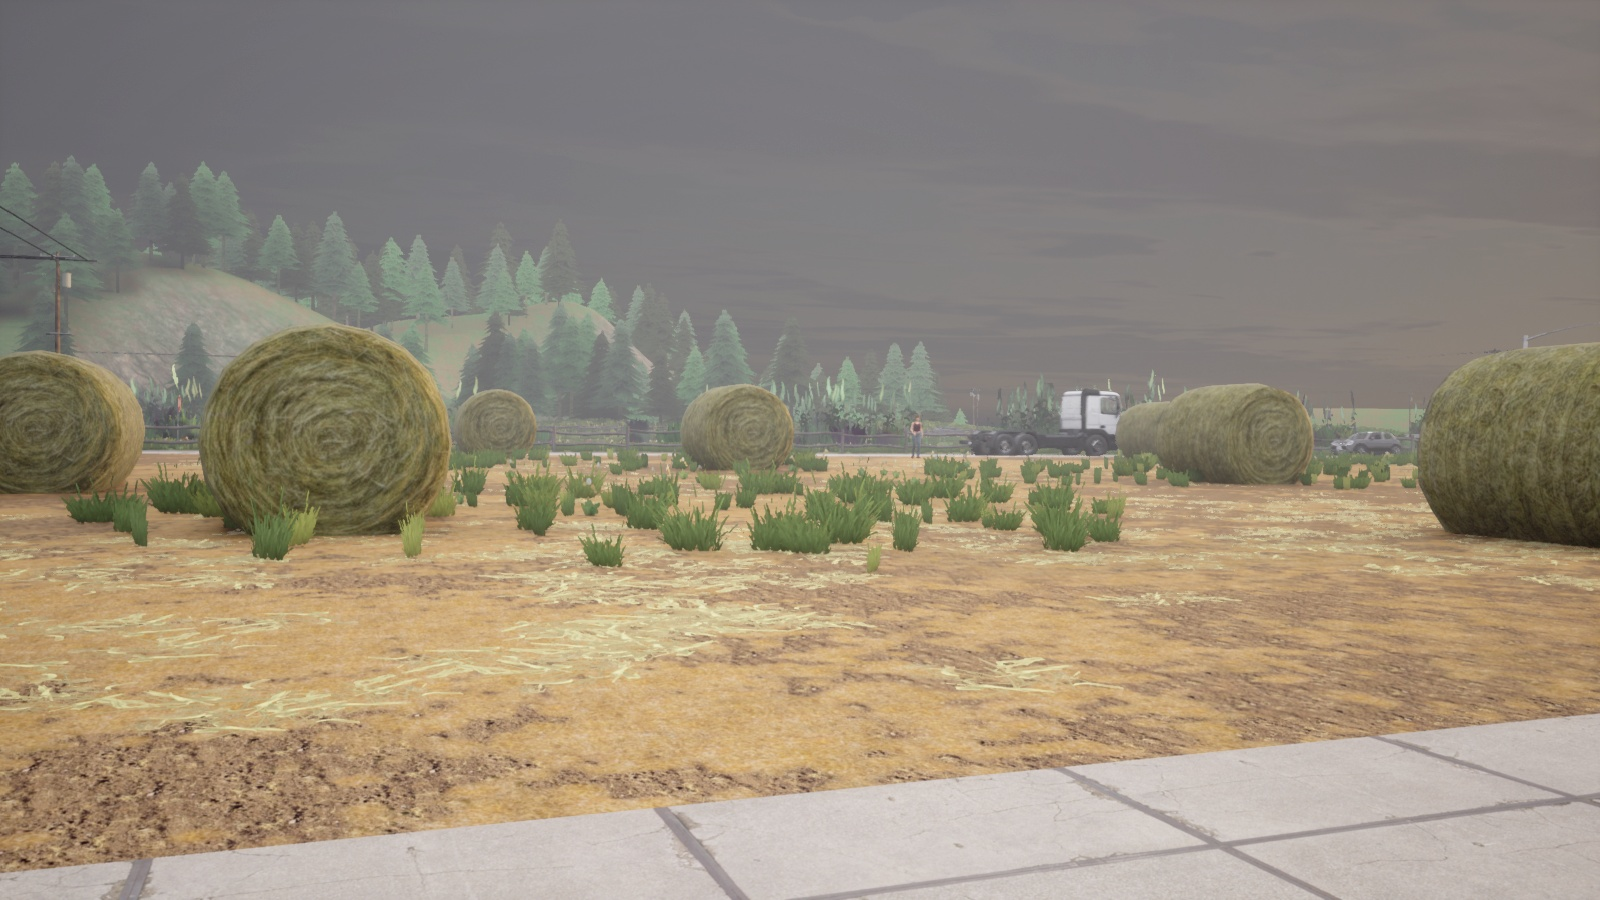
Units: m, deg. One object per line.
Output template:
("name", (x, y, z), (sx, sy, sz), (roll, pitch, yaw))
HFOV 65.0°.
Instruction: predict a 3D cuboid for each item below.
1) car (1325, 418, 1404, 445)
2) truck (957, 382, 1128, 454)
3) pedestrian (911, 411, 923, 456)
("car", (32.699, -1.073, 72.713), (3.806, 1.475, 1.970), (-1, 1, -17))
("truck", (12.119, -1.610, 62.758), (7.936, 3.462, 2.891), (-1, 1, -17))
("pedestrian", (4.826, -0.677, 51.894), (0.345, 1.836, 0.594), (-1, 1, -7))
